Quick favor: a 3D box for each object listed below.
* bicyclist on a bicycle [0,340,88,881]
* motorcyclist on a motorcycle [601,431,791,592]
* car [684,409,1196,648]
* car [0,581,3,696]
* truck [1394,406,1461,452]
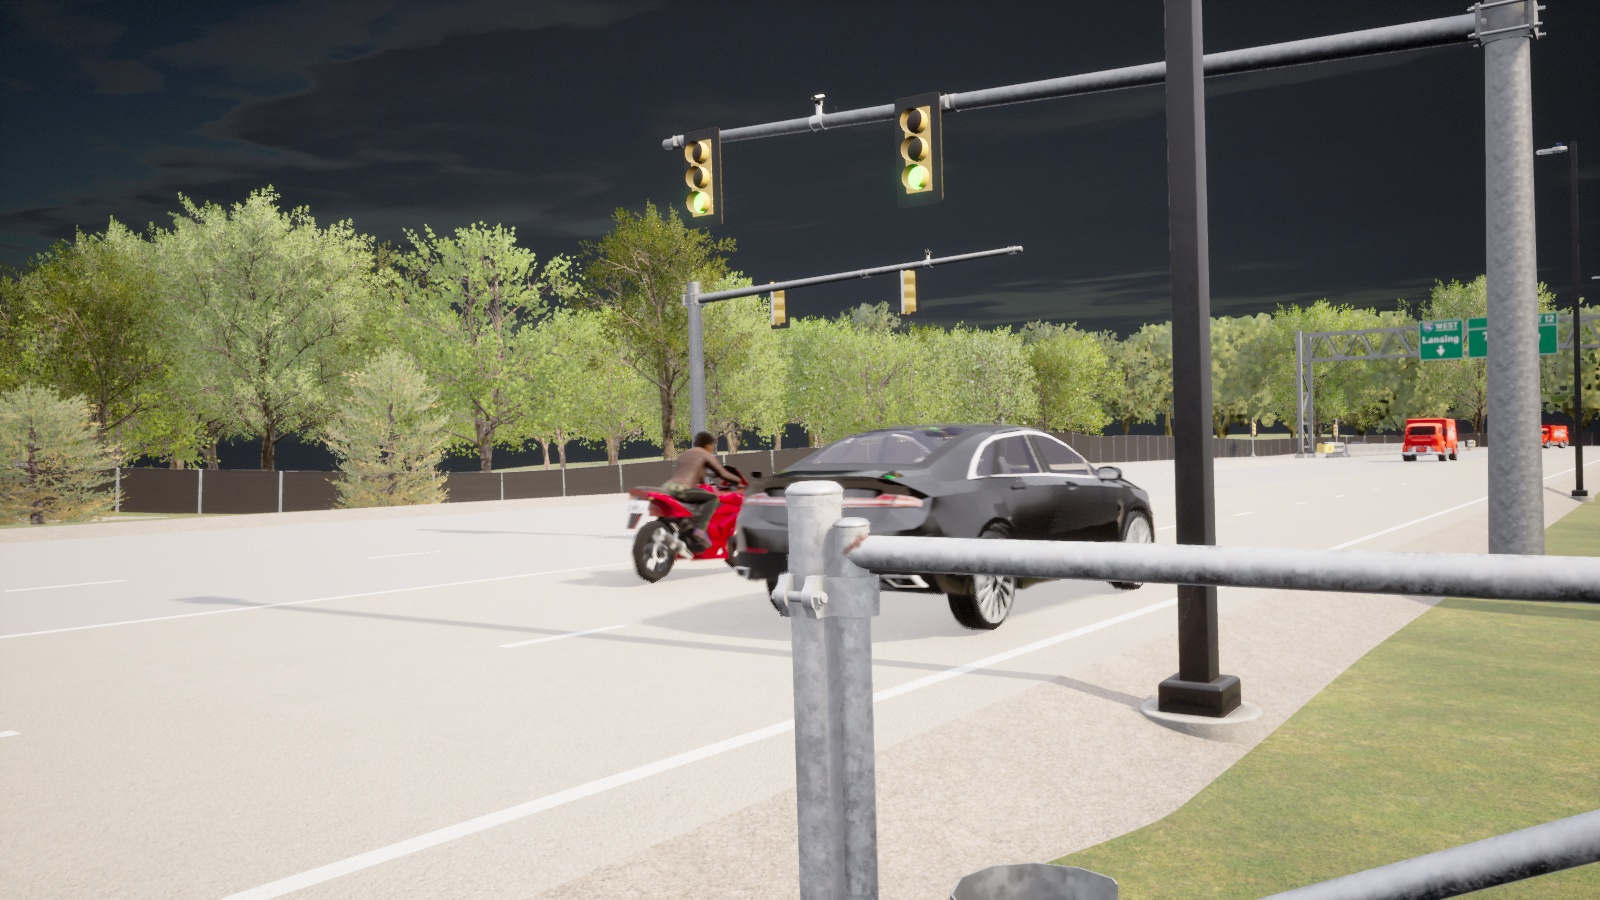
[{"bbox_3d":[-3.288,0.553,3.766,0.659,1.776,1.843,0,2,35],"label":"bicyclist on a bicycle"},{"bbox_3d":[-1.040,0.585,13.082,0.797,1.523,2.044,-2,0,35],"label":"motorcyclist on a motorcycle"},{"bbox_3d":[1.462,0.474,10.558,2.128,1.511,4.902,-2,0,35],"label":"car"},{"bbox_3d":[-6.569,0.545,5.214,2.152,1.651,5.027,-2,0,35],"label":"car"},{"bbox_3d":[36.049,-1.230,72.072,2.627,2.467,5.204,-2,0,35],"label":"truck"}]
